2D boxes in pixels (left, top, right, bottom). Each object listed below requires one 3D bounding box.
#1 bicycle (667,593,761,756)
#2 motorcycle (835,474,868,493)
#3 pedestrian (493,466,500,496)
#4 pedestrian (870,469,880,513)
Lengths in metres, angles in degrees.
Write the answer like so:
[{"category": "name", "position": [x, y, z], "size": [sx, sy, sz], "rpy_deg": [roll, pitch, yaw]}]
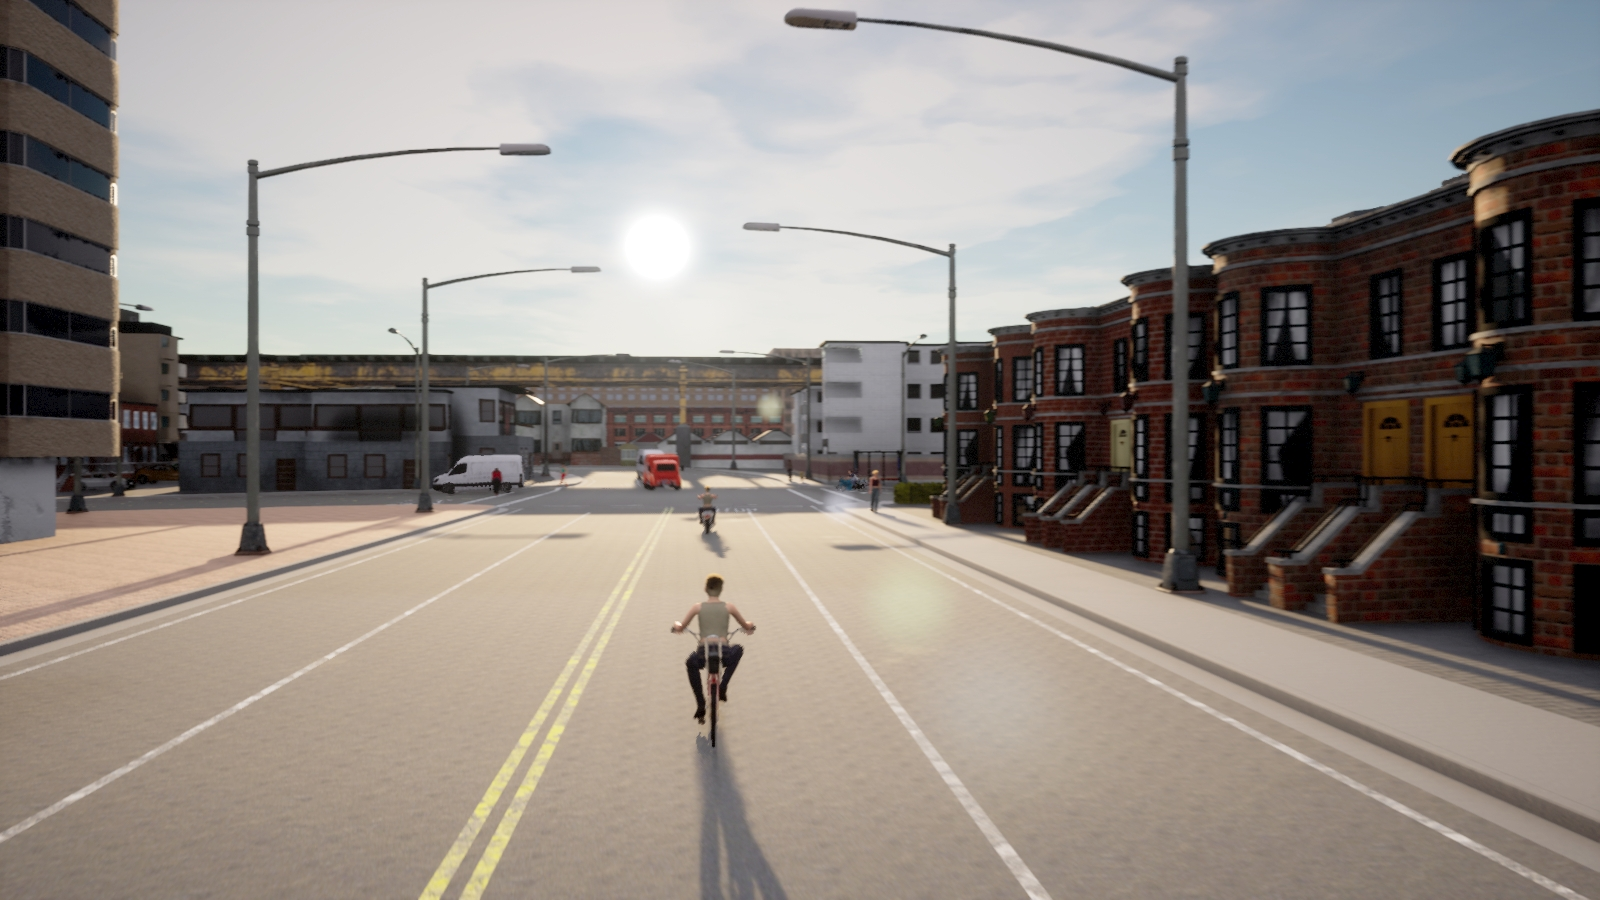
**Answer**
[{"category": "bicycle", "position": [-0.846, 2.152, 11.232], "size": [0.859, 1.301, 1.487], "rpy_deg": [0, 0, -4]}, {"category": "motorcycle", "position": [3.375, 2.208, 74.811], "size": [2.033, 1.224, 0.803], "rpy_deg": [0, 0, -7]}, {"category": "pedestrian", "position": [-18.915, 1.945, 71.190], "size": [0.375, 1.860, 0.375], "rpy_deg": [0, 0, -12]}, {"category": "pedestrian", "position": [3.157, 1.720, 47.977], "size": [0.375, 1.860, 0.375], "rpy_deg": [0, 0, -6]}]
